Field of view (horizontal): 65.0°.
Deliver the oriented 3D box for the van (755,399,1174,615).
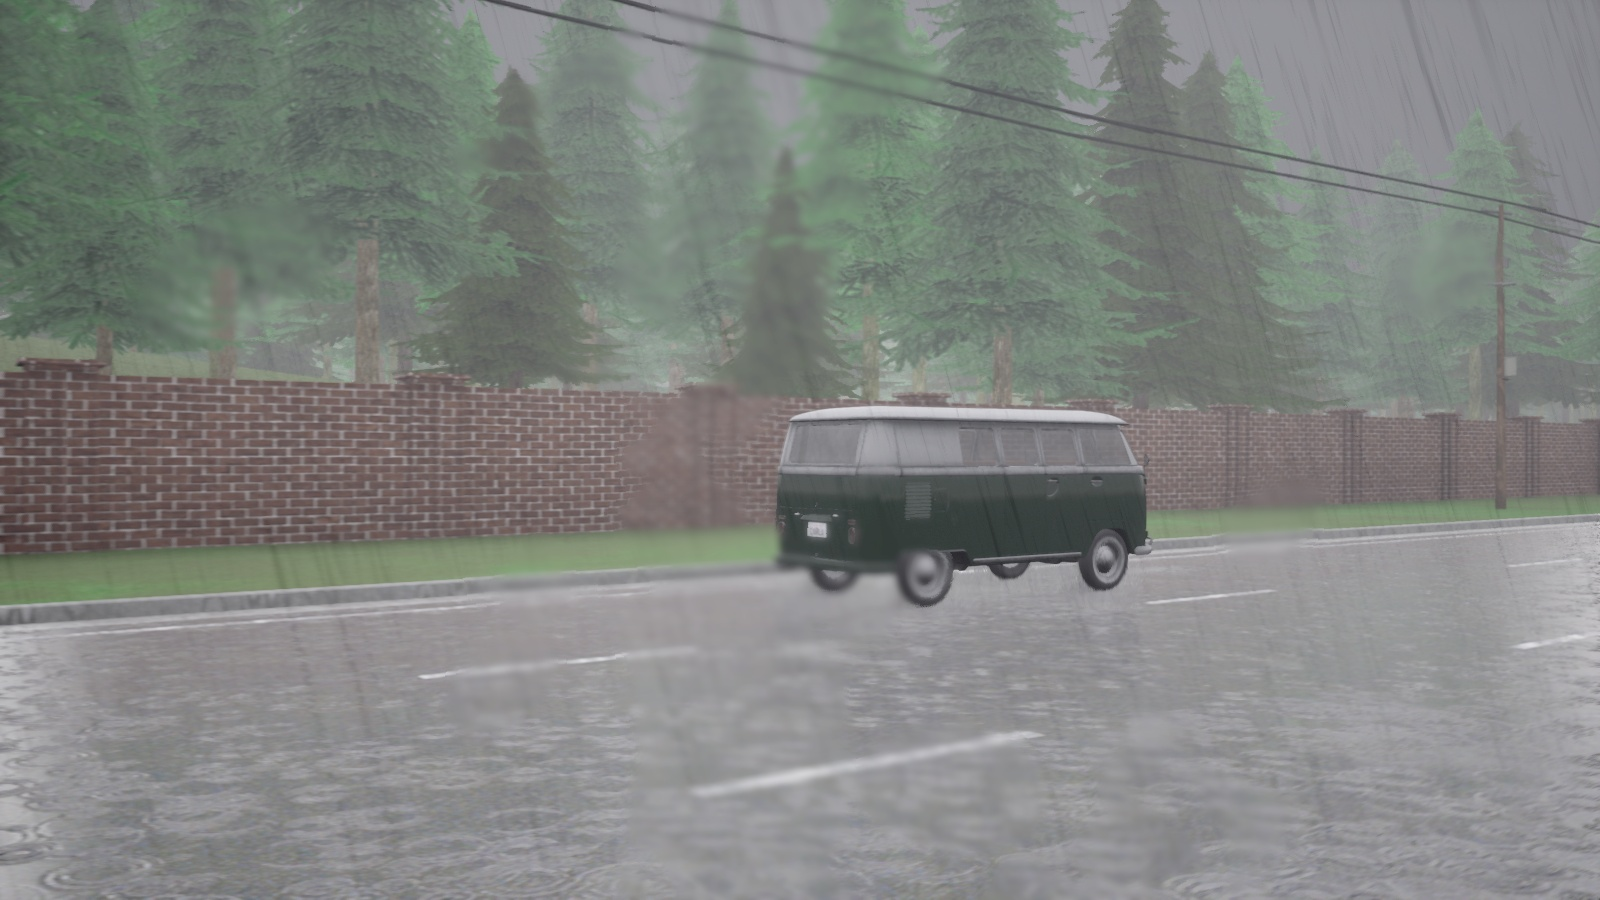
[{"bbox_3d":[1.867,0.527,13.534,4.442,1.987,1.775,0,0,-35],"label":"van"}]
